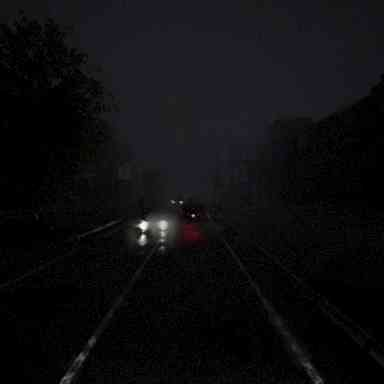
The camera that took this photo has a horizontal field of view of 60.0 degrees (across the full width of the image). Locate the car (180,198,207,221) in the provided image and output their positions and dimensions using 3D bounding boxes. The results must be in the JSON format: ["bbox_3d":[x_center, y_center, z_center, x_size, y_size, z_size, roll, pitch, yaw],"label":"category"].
[{"bbox_3d":[0.099,1.484,26.880,1.837,1.490,4.892,0,0,0],"label":"car"}]

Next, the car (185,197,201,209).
[{"bbox_3d":[0.098,1.430,42.984,1.994,1.385,4.181,0,1,0],"label":"car"}]

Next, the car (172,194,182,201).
[{"bbox_3d":[-3.003,1.058,68.849,1.882,1.535,5.008,0,1,0],"label":"car"}]

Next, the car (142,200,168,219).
[{"bbox_3d":[-3.099,1.449,28.575,1.882,1.535,5.008,0,0,0],"label":"car"}]
